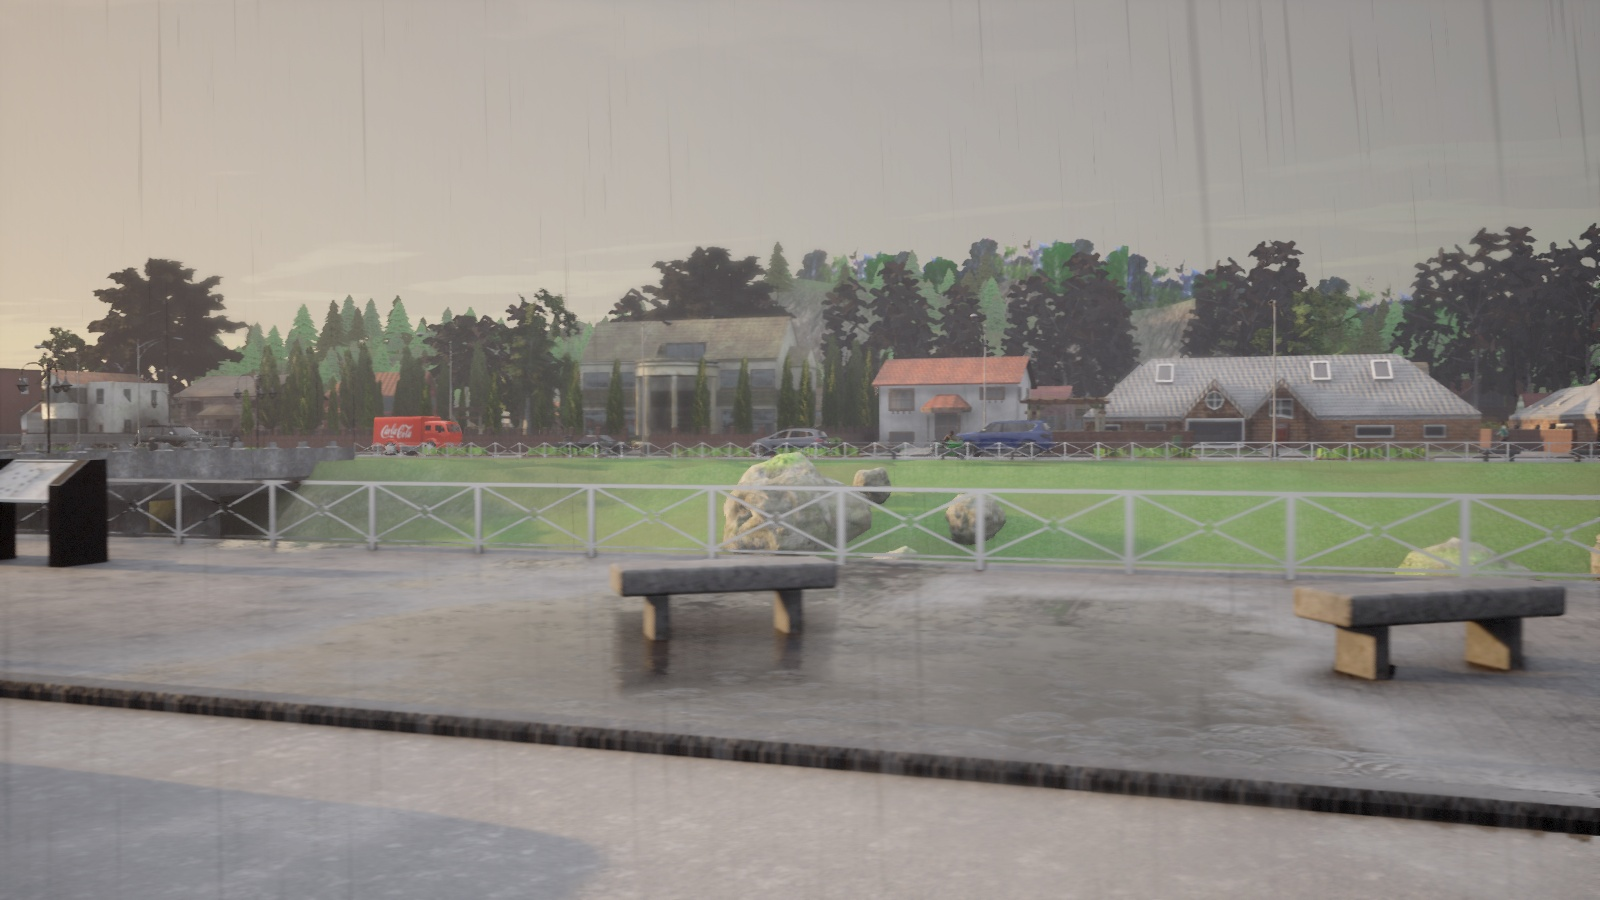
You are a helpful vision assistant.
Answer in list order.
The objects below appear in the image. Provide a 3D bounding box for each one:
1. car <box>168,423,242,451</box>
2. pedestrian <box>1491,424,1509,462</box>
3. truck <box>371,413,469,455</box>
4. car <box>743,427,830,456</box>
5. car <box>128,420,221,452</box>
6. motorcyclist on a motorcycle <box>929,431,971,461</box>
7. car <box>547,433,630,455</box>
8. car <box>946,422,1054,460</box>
[{"bbox_3d":[-41.145,-0.902,86.847,4.605,1.855,1.932,1,1,19],"label":"car"},{"bbox_3d":[35.910,-0.360,64.420,0.692,1.930,0.396,1,1,19],"label":"pedestrian"},{"bbox_3d":[-23.151,-0.973,76.564,5.204,2.467,2.627,1,1,19],"label":"truck"},{"bbox_3d":[-0.761,-0.505,73.251,4.611,1.667,2.242,1,1,19],"label":"car"},{"bbox_3d":[-41.124,-0.932,82.617,5.566,2.045,2.150,1,1,19],"label":"car"},{"bbox_3d":[7.890,-0.220,66.119,2.044,1.523,0.797,1,1,19],"label":"motorcyclist on a motorcycle"},{"bbox_3d":[-13.043,-0.361,77.390,4.718,1.301,1.895,1,1,19],"label":"car"},{"bbox_3d":[11.039,-0.522,69.277,5.566,2.045,2.150,1,1,19],"label":"car"}]
